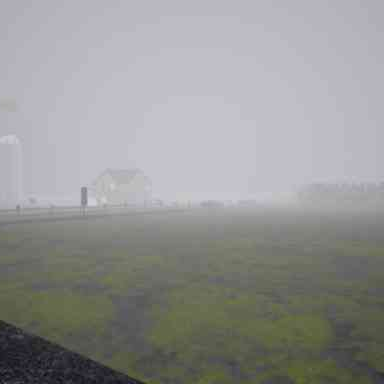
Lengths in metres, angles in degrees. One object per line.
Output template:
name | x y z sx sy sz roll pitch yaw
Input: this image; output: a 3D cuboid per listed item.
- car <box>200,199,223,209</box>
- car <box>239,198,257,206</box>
car | 3.238 1.908 53.121 2.128 1.511 4.902 -2 -1 36
car | 10.752 1.926 63.751 1.882 1.535 5.008 -2 -1 35
